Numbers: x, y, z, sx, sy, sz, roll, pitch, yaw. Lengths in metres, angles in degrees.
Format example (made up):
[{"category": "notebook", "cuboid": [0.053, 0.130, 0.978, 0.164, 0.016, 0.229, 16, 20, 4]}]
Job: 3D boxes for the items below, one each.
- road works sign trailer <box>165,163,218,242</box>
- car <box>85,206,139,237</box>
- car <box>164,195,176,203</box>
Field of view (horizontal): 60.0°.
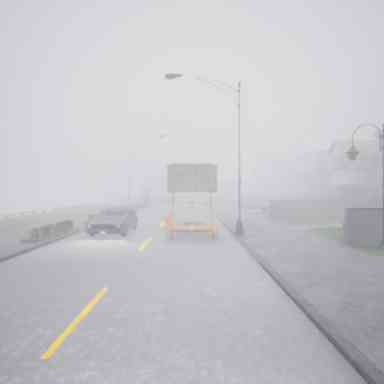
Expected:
[{"category": "road works sign trailer", "cuboid": [0.010, 0.406, 15.866, 2.380, 3.560, 2.880, 0, 0, 0]}, {"category": "car", "cuboid": [-4.090, 1.481, 17.954, 2.033, 1.411, 5.357, 0, 0, 0]}, {"category": "car", "cuboid": [-3.987, 1.325, 60.547, 2.033, 1.411, 5.357, 0, 0, 1]}]
